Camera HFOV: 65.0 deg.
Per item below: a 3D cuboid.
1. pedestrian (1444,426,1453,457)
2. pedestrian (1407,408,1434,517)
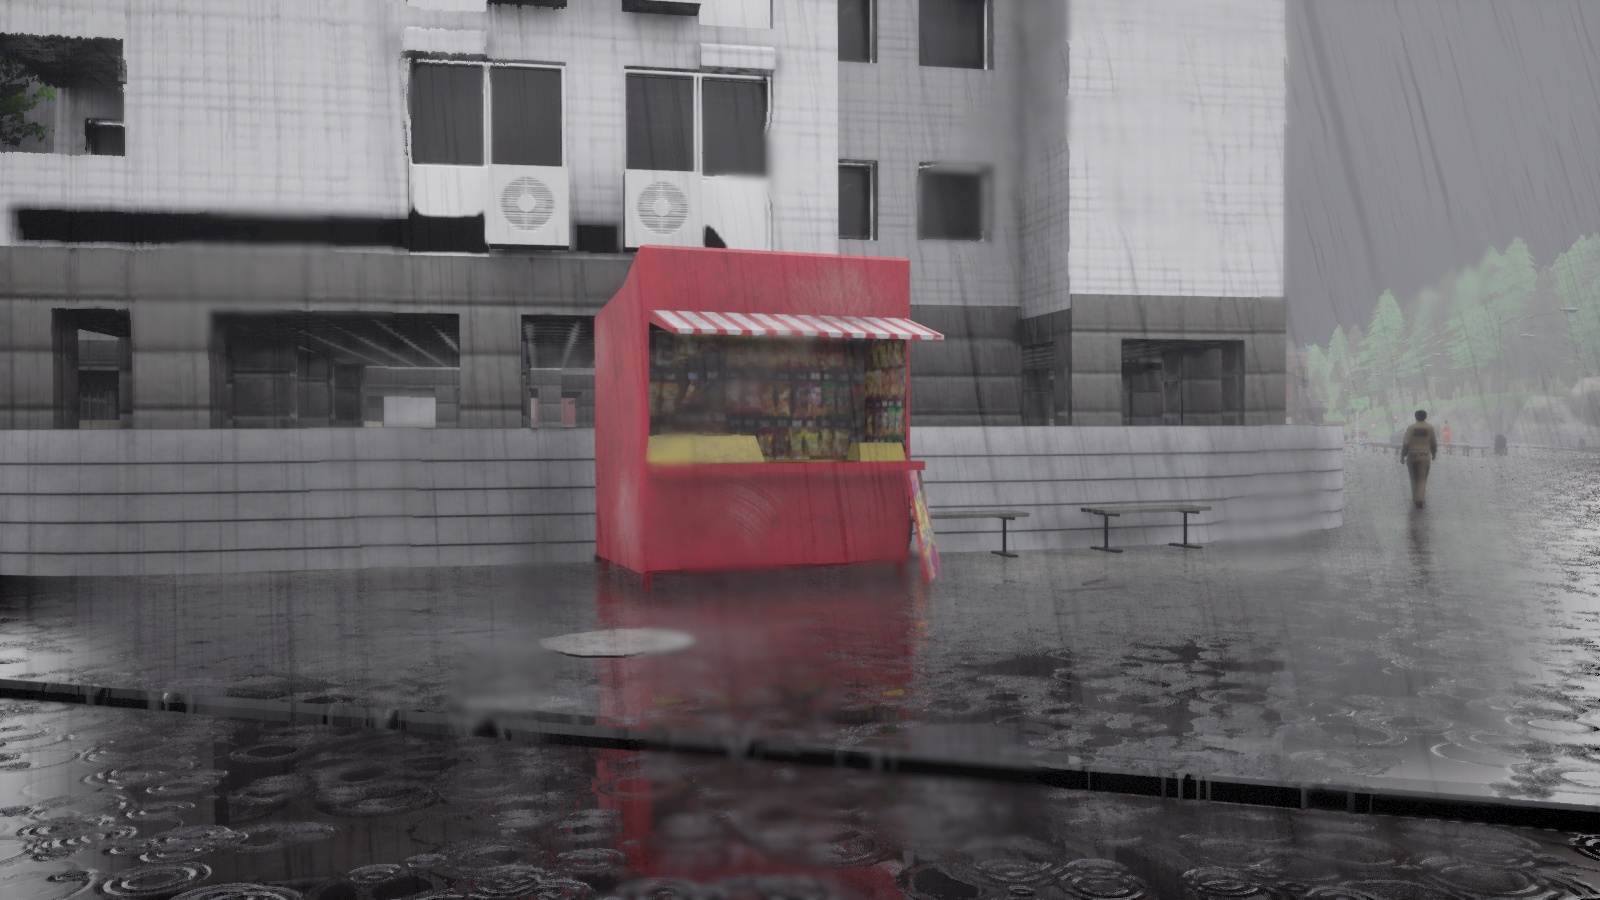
[{"bbox_3d":[38.228,-0.506,74.050,0.345,1.836,0.594,1,1,19],"label":"pedestrian"},{"bbox_3d":[11.139,0.217,22.533,0.396,1.930,0.692,1,1,27],"label":"pedestrian"}]
